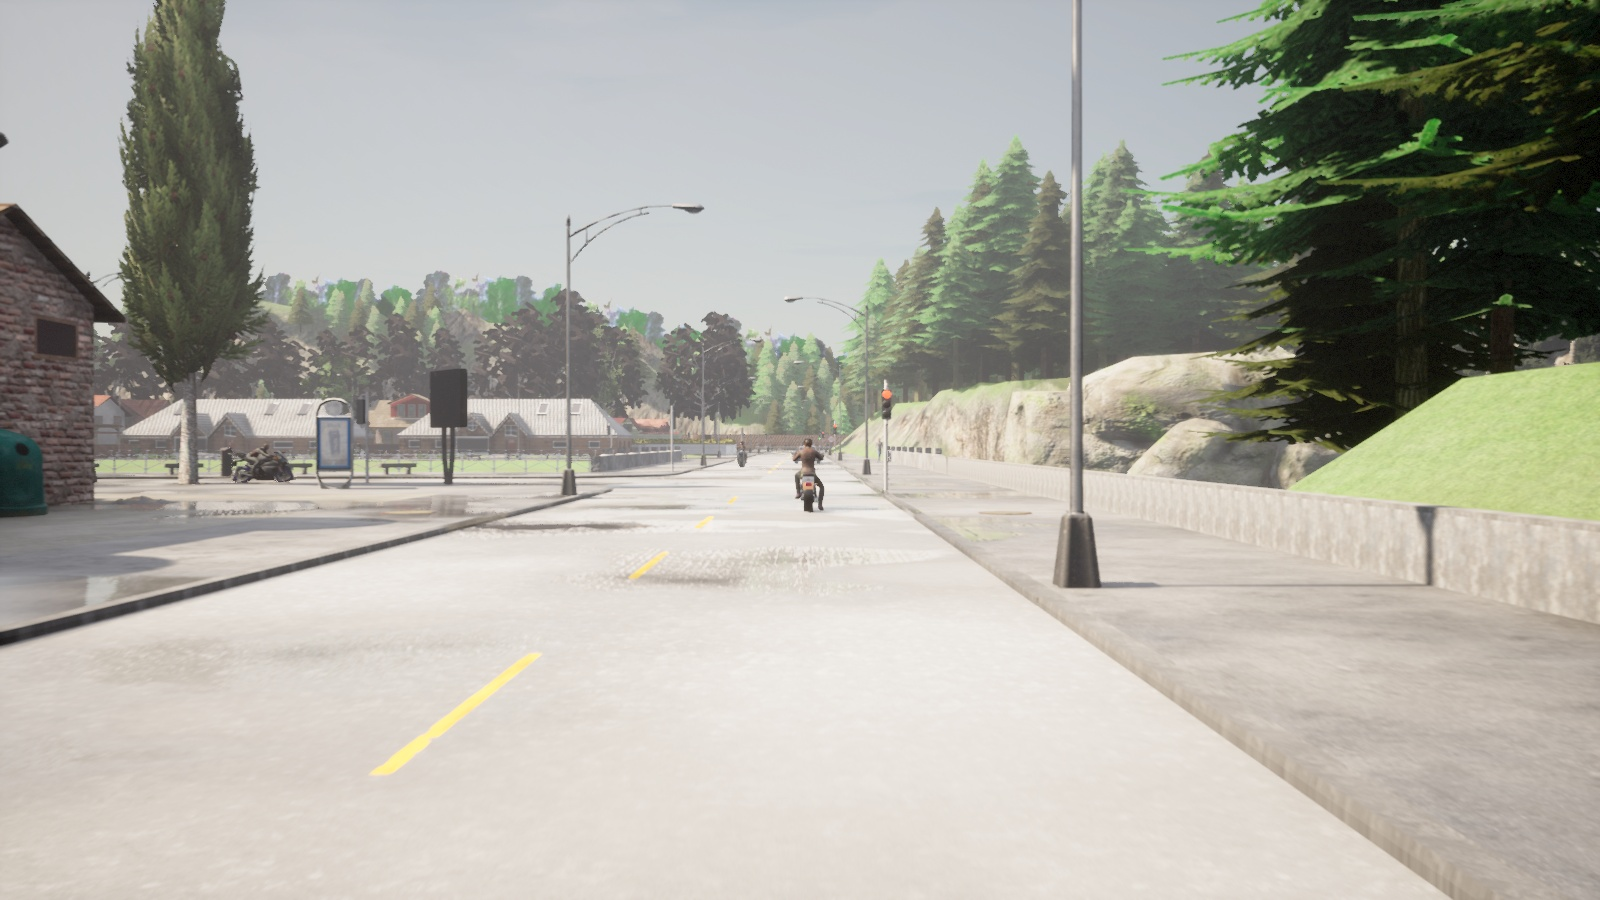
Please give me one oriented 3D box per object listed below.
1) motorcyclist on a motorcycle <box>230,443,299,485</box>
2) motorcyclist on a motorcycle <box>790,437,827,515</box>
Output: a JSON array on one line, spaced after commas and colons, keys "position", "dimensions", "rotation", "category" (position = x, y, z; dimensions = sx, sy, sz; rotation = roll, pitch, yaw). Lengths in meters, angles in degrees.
[{"position": [-19.784, 0.504, 46.423], "dimensions": [2.191, 1.530, 0.866], "rotation": [0, 0, 0], "category": "motorcyclist on a motorcycle"}, {"position": [0.180, 0.541, 27.757], "dimensions": [0.766, 1.649, 2.350], "rotation": [0, 0, 0], "category": "motorcyclist on a motorcycle"}]
